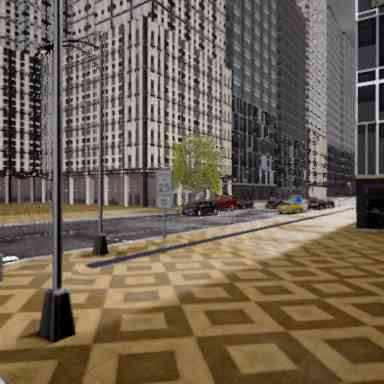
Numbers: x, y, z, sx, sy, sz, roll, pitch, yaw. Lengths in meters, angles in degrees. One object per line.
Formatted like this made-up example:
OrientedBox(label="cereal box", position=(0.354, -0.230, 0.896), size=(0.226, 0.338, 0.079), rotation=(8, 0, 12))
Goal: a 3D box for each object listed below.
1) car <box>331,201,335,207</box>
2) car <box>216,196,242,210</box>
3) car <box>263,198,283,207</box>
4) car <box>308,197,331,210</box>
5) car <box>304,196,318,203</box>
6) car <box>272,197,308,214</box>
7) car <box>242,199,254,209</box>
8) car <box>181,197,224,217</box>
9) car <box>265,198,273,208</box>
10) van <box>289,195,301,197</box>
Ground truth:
OrientedBox(label="car", position=(20.401, 1.680, 50.366), size=(2.008, 1.369, 4.403), rotation=(0, 0, 35))
OrientedBox(label="car", position=(3.803, 1.374, 41.050), size=(2.192, 1.841, 5.009), rotation=(0, 0, 35))
OrientedBox(label="car", position=(13.501, 1.694, 55.121), size=(1.802, 1.307, 4.206), rotation=(0, 0, 35))
OrientedBox(label="car", position=(17.169, 1.679, 45.675), size=(1.947, 1.339, 4.313), rotation=(0, 0, 35))
OrientedBox(label="car", position=(26.433, 1.714, 73.887), size=(1.887, 1.381, 4.507), rotation=(0, 0, 35))
OrientedBox(label="car", position=(10.799, 1.602, 36.433), size=(1.752, 1.417, 4.829), rotation=(0, 0, 35))
OrientedBox(label="car", position=(7.035, 1.643, 45.739), size=(1.947, 1.339, 4.313), rotation=(0, 0, 35))
OrientedBox(label="car", position=(0.840, 1.535, 32.174), size=(1.837, 1.490, 4.892), rotation=(0, 0, 35))
OrientedBox(label="car", position=(12.161, 1.680, 48.433), size=(1.994, 1.385, 4.181), rotation=(0, 0, 35))
OrientedBox(label="van", position=(19.968, 1.483, 64.506), size=(1.690, 1.788, 3.998), rotation=(0, 0, 35))
